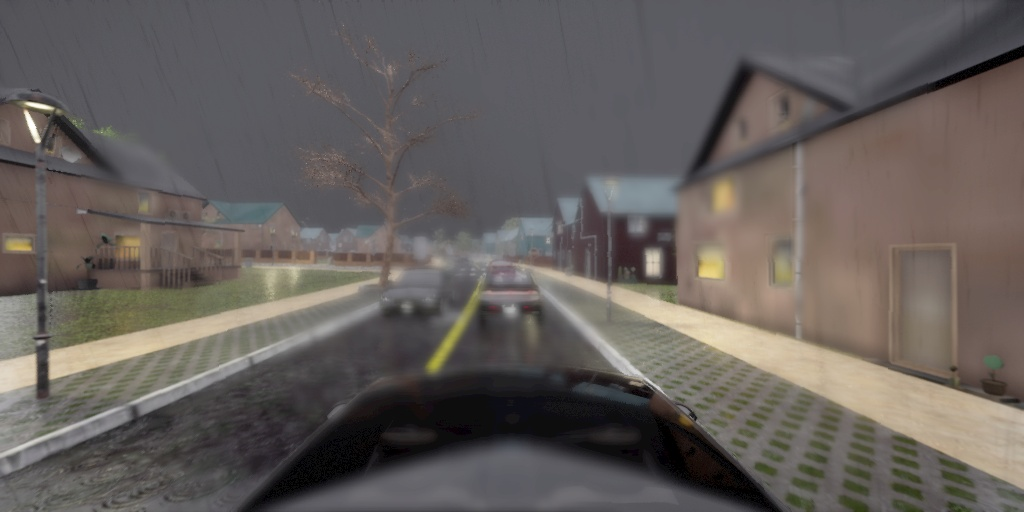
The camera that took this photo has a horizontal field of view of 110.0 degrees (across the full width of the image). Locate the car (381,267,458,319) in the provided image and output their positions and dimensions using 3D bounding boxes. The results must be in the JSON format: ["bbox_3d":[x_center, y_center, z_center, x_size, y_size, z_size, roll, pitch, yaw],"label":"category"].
[{"bbox_3d":[-3.008,1.167,12.498,1.837,1.490,4.892,0,1,-2],"label":"car"}]

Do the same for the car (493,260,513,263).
[{"bbox_3d":[-0.675,1.041,25.176,1.882,1.535,5.008,0,0,-4],"label":"car"}]

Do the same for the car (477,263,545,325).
[{"bbox_3d":[-0.060,1.164,11.527,2.128,1.511,4.902,0,1,-1],"label":"car"}]
